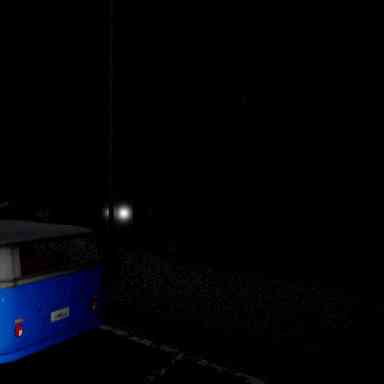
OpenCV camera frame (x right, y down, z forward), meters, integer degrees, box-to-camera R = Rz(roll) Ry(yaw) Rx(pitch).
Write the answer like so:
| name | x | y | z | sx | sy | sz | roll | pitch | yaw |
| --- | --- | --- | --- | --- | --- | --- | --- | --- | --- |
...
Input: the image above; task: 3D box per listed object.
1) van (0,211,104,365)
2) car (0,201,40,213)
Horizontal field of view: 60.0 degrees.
| name | x | y | z | sx | sy | sz | roll | pitch | yaw |
| --- | --- | --- | --- | --- | --- | --- | --- | --- | --- |
| van | -3.203 | 1.341 | 5.361 | 3.998 | 1.788 | 1.690 | 0 | 0 | 36 |
| car | -15.416 | 1.517 | 28.506 | 1.812 | 1.442 | 4.674 | 0 | 0 | 32 |
